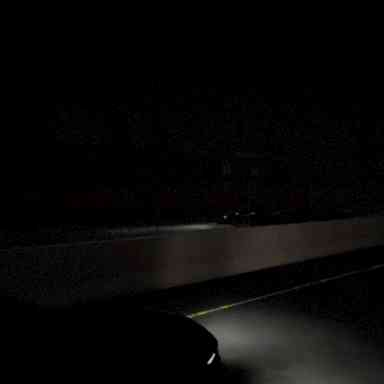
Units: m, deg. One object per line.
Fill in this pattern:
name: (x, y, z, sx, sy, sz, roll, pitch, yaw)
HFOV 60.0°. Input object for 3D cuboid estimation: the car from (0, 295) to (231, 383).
car: (-1.831, 1.526, 2.440, 4.674, 1.442, 1.812, 0, 0, -35)

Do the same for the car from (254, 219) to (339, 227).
car: (4.670, 1.454, 15.903, 5.008, 1.535, 1.882, 0, 0, -35)
